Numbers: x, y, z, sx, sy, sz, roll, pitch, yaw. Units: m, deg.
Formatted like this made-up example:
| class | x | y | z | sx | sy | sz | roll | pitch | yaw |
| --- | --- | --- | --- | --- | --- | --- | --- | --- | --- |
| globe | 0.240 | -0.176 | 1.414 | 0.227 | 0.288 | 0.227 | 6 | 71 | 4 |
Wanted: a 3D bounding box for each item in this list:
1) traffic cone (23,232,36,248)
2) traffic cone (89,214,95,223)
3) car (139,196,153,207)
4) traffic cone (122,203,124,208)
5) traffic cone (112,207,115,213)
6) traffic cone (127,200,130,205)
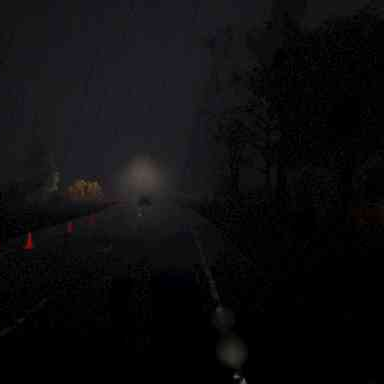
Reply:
| class | x | y | z | sx | sy | sz | roll | pitch | yaw |
| --- | --- | --- | --- | --- | --- | --- | --- | --- | --- |
| traffic cone | -6.355 | 1.870 | 13.014 | 0.340 | 0.580 | 0.340 | 0 | 0 | -2 |
| traffic cone | -6.904 | 1.820 | 22.915 | 0.340 | 0.580 | 0.340 | 0 | 0 | -4 |
| car | -6.487 | 1.294 | 46.728 | 1.812 | 1.442 | 4.674 | 0 | 0 | -8 |
| traffic cone | -8.229 | 1.759 | 37.728 | 0.340 | 0.580 | 0.340 | 0 | 0 | -6 |
| traffic cone | -7.721 | 1.778 | 32.796 | 0.340 | 0.580 | 0.340 | 0 | 0 | -6 |
| traffic cone | -9.446 | 1.730 | 47.569 | 0.340 | 0.580 | 0.340 | 0 | 0 | -8 |
